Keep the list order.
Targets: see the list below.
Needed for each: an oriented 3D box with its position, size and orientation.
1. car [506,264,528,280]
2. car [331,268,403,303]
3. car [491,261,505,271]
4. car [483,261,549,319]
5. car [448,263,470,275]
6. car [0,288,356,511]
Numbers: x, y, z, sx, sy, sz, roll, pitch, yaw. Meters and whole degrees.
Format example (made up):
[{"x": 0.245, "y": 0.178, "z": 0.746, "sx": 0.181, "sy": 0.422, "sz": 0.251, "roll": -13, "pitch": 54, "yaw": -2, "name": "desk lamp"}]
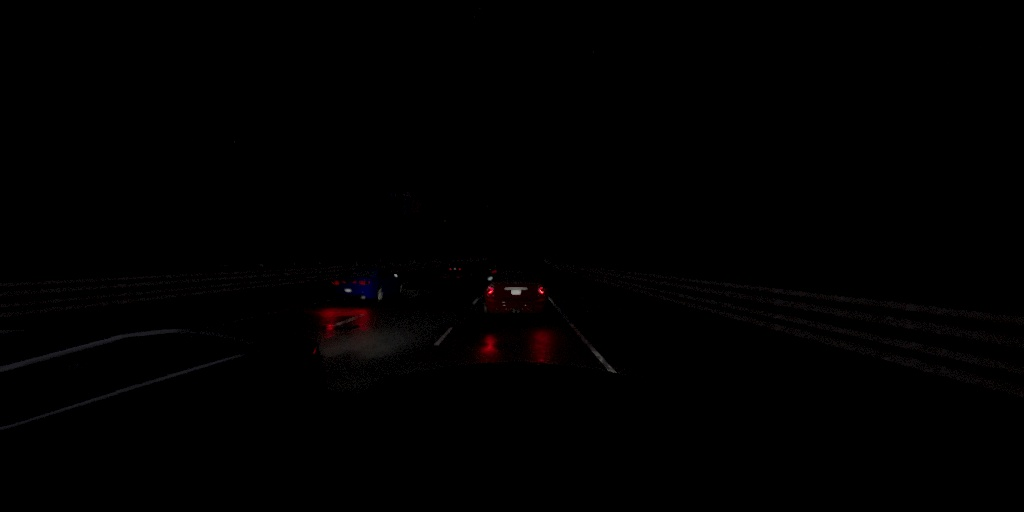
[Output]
[{"x": 0.537, "y": 1.509, "z": 36.073, "sx": 2.033, "sy": 1.411, "sz": 5.357, "roll": 0, "pitch": 0, "yaw": 2, "name": "car"}, {"x": -6.835, "y": 1.322, "z": 17.487, "sx": 1.882, "sy": 1.535, "sz": 5.008, "roll": 0, "pitch": -1, "yaw": 1, "name": "car"}, {"x": -2.201, "y": 1.555, "z": 57.965, "sx": 1.837, "sy": 1.490, "sz": 4.892, "roll": 0, "pitch": -1, "yaw": 3, "name": "car"}, {"x": 0.144, "y": 1.172, "z": 13.244, "sx": 2.097, "sy": 1.767, "sz": 4.553, "roll": 0, "pitch": 0, "yaw": 1, "name": "car"}, {"x": -6.340, "y": 1.545, "z": 43.104, "sx": 2.033, "sy": 1.411, "sz": 5.357, "roll": 0, "pitch": 0, "yaw": 2, "name": "car"}, {"x": -3.392, "y": 1.247, "z": 2.799, "sx": 2.128, "sy": 1.511, "sz": 4.902, "roll": 0, "pitch": 0, "yaw": 0, "name": "car"}]
